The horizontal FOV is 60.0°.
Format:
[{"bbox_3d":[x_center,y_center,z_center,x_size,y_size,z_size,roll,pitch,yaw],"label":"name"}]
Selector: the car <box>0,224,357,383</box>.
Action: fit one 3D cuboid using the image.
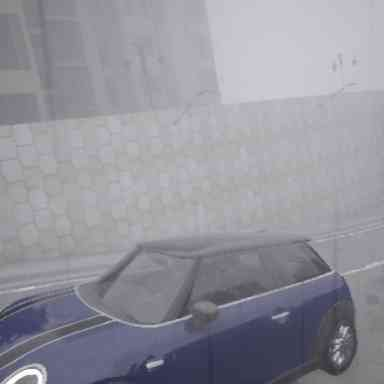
[{"bbox_3d":[-0.099,1.337,3.919,4.553,1.767,2.097,-1,0,-35],"label":"car"}]
